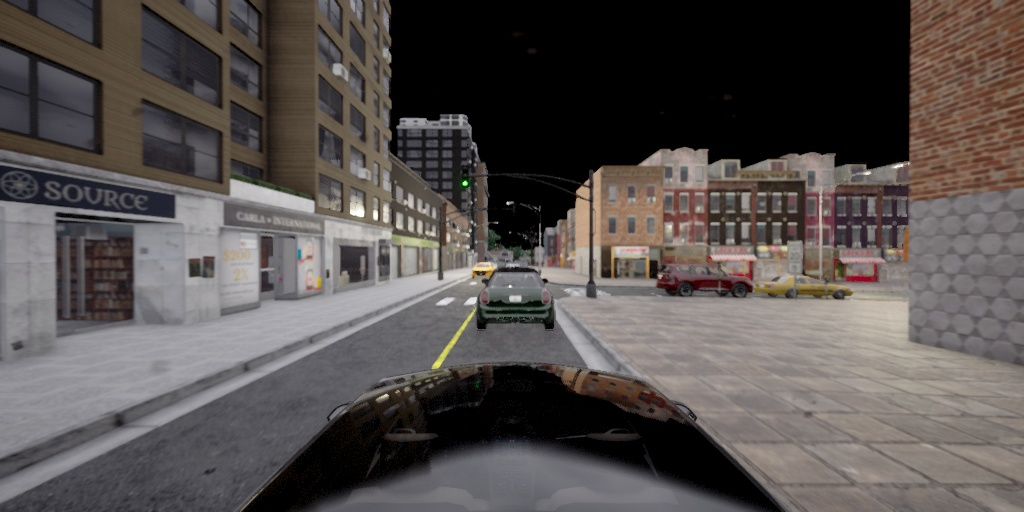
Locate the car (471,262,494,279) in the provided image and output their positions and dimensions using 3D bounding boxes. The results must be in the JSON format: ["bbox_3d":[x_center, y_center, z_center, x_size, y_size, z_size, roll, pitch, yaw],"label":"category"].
[{"bbox_3d":[-2.846,1.381,35.594,1.882,1.535,5.008,0,0,1],"label":"car"}]

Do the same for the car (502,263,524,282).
[{"bbox_3d":[0.092,1.400,31.915,1.812,1.442,4.674,0,0,0],"label":"car"}]

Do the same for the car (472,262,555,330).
[{"bbox_3d":[0.091,1.115,11.296,2.097,1.767,4.553,0,0,0],"label":"car"}]

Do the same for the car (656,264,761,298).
[{"bbox_3d":[10.793,1.383,20.402,5.009,1.841,2.192,0,0,0],"label":"car"}]

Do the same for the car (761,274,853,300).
[{"bbox_3d":[16.508,1.696,20.392,4.829,1.417,1.751,0,0,0],"label":"car"}]

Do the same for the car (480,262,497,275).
[{"bbox_3d":[-2.849,1.515,45.010,1.812,1.442,4.674,0,-1,0],"label":"car"}]
